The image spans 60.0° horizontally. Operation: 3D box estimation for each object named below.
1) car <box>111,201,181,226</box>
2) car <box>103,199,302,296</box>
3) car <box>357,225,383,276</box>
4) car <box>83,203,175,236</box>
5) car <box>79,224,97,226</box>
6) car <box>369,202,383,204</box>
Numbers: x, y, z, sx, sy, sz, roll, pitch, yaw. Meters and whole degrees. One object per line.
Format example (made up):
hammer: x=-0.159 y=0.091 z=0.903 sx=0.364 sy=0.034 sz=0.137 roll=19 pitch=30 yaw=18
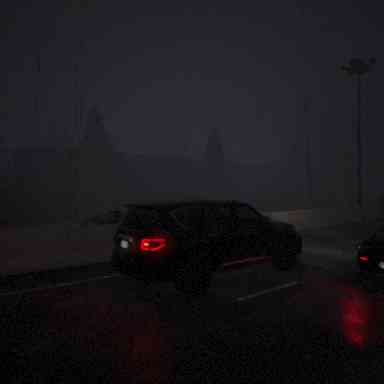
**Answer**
car: x=-3.262 y=1.487 z=24.256 sx=4.892 sy=1.490 sz=1.837 roll=0 pitch=0 yaw=-43
car: x=0.625 y=1.207 z=8.914 sx=5.566 sy=2.045 sz=2.150 roll=-1 pitch=0 yaw=-39
car: x=6.141 y=1.476 z=9.016 sx=4.674 sy=1.442 sz=1.812 roll=0 pitch=0 yaw=-41
car: x=-3.526 y=1.469 z=19.355 sx=5.008 sy=1.535 sz=1.882 roll=0 pitch=0 yaw=-41
car: x=-3.395 y=1.562 z=14.908 sx=4.181 sy=1.385 sz=1.994 roll=0 pitch=0 yaw=-39
car: x=26.173 y=1.261 z=47.113 sx=4.902 sy=1.511 sz=2.128 roll=0 pitch=0 yaw=-43
